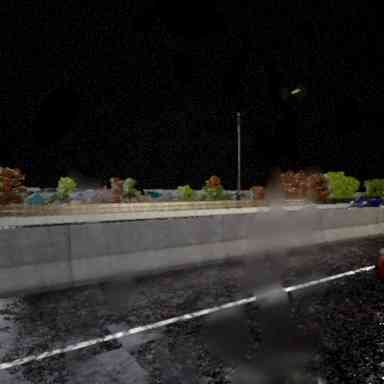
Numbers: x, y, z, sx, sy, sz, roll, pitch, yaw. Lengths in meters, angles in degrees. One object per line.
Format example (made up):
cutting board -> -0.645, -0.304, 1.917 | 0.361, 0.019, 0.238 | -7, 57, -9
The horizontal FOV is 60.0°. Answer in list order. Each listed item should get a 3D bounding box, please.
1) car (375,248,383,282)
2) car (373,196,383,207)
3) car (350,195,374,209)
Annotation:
car -> 6.410, 1.520, 8.267 | 4.181, 1.385, 1.994 | 0, 0, -35
car -> 22.799, 1.404, 36.845 | 5.357, 1.411, 2.033 | 0, 0, -34
car -> 20.944, 1.205, 39.806 | 4.553, 1.767, 2.097 | 0, 0, -34
